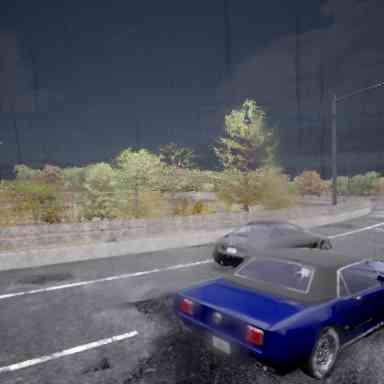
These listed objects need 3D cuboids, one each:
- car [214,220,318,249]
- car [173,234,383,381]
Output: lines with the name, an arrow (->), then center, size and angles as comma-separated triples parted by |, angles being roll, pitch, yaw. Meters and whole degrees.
car -> 2.653, 1.599, 10.553 | 4.181, 1.385, 1.994 | 0, 0, -40
car -> 2.112, 1.617, 5.533 | 4.718, 1.301, 1.895 | 0, 0, -38
